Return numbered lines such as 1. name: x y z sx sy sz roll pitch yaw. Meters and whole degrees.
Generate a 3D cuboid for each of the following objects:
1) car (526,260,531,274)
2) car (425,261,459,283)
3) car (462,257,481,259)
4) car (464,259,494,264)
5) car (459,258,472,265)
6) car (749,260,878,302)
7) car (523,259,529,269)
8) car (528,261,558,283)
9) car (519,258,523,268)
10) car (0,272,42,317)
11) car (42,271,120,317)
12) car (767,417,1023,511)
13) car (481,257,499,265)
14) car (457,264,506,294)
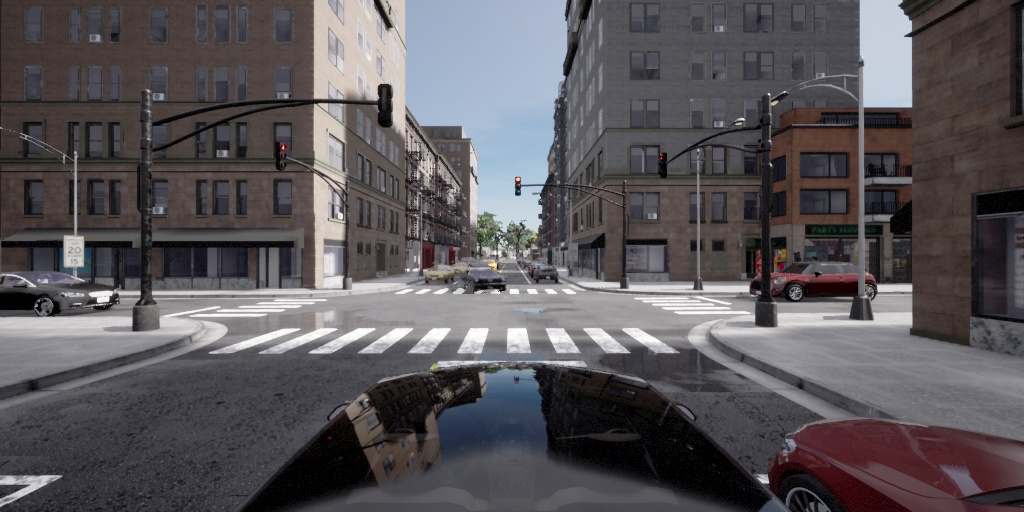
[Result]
1. car: 2.559 1.297 33.267 1.888 1.381 4.507 0 0 0
2. car: -5.480 1.277 27.596 1.751 1.417 4.829 0 0 0
3. car: -5.516 1.068 44.211 2.192 1.841 5.009 0 0 0
4. car: -2.930 1.255 32.551 1.837 1.490 4.892 0 0 0
5. car: -5.504 1.278 38.559 1.751 1.417 4.829 0 0 0
6. car: 13.223 1.036 15.965 4.553 1.767 2.097 0 0 0
7. car: 2.545 1.303 38.749 2.007 1.370 4.403 0 0 0
8. car: 2.572 1.302 27.786 2.007 1.370 4.403 0 0 0
9. car: 2.504 1.306 55.195 2.007 1.370 4.403 0 0 0
10. car: -5.398 1.065 0.758 2.192 1.841 5.009 0 0 0
11. car: -17.098 1.310 12.900 4.902 1.511 2.128 0 0 1
12. car: 2.640 1.332 0.778 1.802 1.307 4.207 0 0 0
13. car: -2.948 1.232 45.478 1.882 1.535 5.008 0 0 0
14. car: -1.751 1.352 20.766 1.895 1.301 4.718 0 0 -16
